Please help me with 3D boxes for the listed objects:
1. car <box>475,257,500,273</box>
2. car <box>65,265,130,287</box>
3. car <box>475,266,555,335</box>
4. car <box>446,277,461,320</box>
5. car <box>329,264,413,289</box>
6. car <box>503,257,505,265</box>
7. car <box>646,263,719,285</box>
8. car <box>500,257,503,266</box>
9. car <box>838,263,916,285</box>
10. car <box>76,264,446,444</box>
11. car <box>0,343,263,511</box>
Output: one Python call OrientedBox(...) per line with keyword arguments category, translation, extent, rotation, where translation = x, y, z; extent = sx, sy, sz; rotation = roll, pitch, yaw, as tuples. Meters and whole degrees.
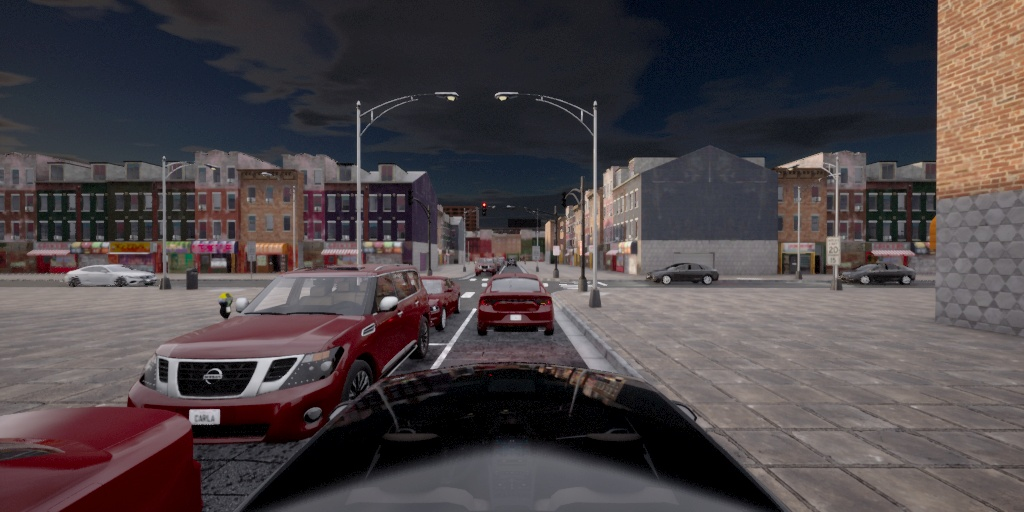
OrientedBox(category="car", translation=(-2.665, 1.072, 37.441), extent=(2.192, 1.841, 5.009), rotation=(0, 0, 0))
OrientedBox(category="car", translation=(-25.565, 1.268, 22.902), extent=(4.674, 1.442, 1.812), rotation=(0, 0, 0))
OrientedBox(category="car", translation=(0.090, 1.227, 10.496), extent=(1.882, 1.535, 5.008), rotation=(0, 0, 0))
OrientedBox(category="car", translation=(-2.645, 1.294, 11.032), extent=(1.888, 1.381, 4.507), rotation=(0, 0, 0))
OrientedBox(category="car", translation=(-8.909, 1.282, 22.886), extent=(4.674, 1.442, 1.812), rotation=(0, 0, 0))
OrientedBox(category="car", translation=(-2.684, 1.337, 64.575), extent=(2.007, 1.370, 4.403), rotation=(0, 0, 0))
OrientedBox(category="car", translation=(12.210, 1.264, 25.812), extent=(4.892, 1.490, 1.837), rotation=(0, 0, 0))
OrientedBox(category="car", translation=(-2.673, 1.081, 48.295), extent=(2.192, 1.841, 5.009), rotation=(0, 0, 0))
OrientedBox(category="car", translation=(25.981, 1.279, 25.796), extent=(4.892, 1.490, 1.837), rotation=(-1, 0, 0))
OrientedBox(category="car", translation=(-2.641, 1.064, 5.598), extent=(2.192, 1.841, 5.009), rotation=(0, 0, 0))
OrientedBox(category="car", translation=(-2.638, 1.295, 0.164), extent=(1.888, 1.381, 4.507), rotation=(0, 0, 0))
